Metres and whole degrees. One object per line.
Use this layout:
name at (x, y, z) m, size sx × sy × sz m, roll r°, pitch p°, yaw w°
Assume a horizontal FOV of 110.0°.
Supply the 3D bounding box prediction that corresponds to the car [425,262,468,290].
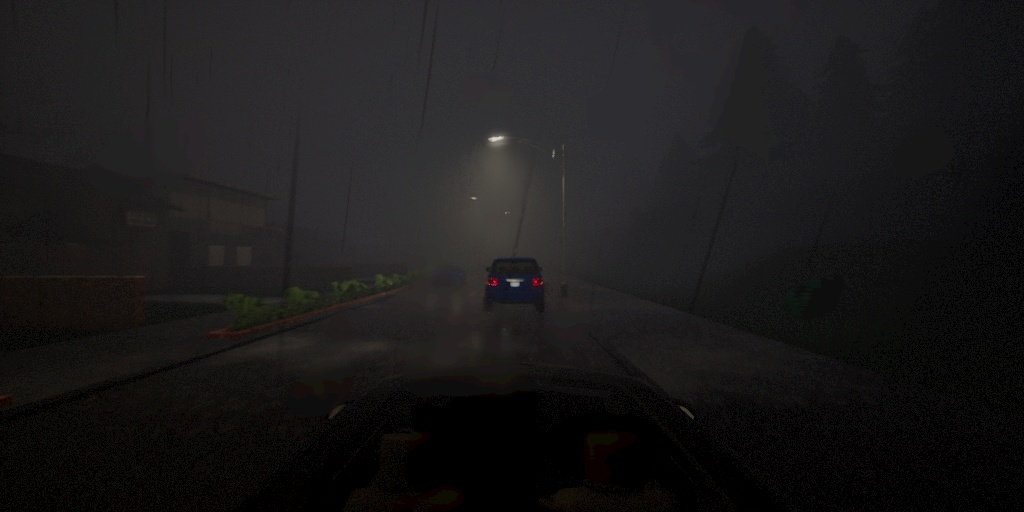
car at (-4.095, 1.360, 23.860) m, size 1.882 × 1.535 × 5.008 m, roll 0°, pitch 0°, yaw 0°

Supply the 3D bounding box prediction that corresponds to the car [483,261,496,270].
car at (-4.036, 1.599, 64.769) m, size 1.882 × 1.535 × 5.008 m, roll 0°, pitch 0°, yaw 0°

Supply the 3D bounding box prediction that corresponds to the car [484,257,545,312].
car at (0.101, 1.051, 14.813) m, size 2.150 × 2.045 × 5.566 m, roll 0°, pitch 0°, yaw 0°
